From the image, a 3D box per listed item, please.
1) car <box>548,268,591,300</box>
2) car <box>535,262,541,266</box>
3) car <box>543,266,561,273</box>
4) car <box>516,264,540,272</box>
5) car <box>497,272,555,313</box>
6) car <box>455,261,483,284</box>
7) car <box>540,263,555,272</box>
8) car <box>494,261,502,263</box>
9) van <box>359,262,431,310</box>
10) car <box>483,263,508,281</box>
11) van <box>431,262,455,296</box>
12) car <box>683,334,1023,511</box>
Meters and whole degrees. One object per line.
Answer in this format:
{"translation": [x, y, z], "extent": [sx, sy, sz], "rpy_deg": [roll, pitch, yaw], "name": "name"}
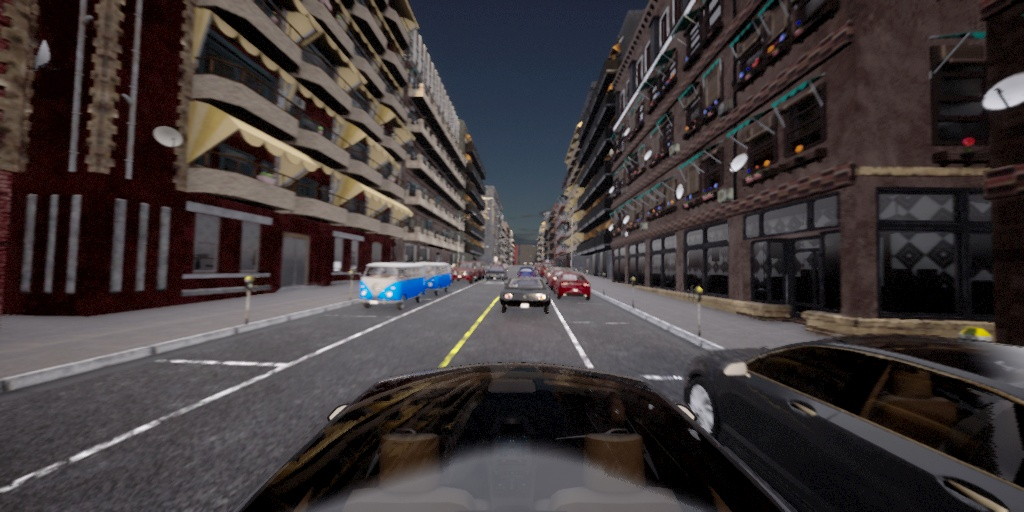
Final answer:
{"translation": [3.237, 1.601, 20.049], "extent": [1.888, 1.381, 4.507], "rpy_deg": [0, 0, 3], "name": "car"}
{"translation": [4.160, 1.702, 42.150], "extent": [2.192, 1.841, 5.009], "rpy_deg": [0, 0, 3], "name": "car"}
{"translation": [3.476, 1.682, 25.573], "extent": [1.888, 1.381, 4.507], "rpy_deg": [0, 0, 3], "name": "car"}
{"translation": [1.332, 1.720, 32.742], "extent": [1.812, 1.442, 4.674], "rpy_deg": [1, -1, 3], "name": "car"}
{"translation": [0.570, 1.535, 15.164], "extent": [1.895, 1.301, 4.718], "rpy_deg": [1, -1, 2], "name": "car"}
{"translation": [-4.155, 1.380, 31.502], "extent": [2.192, 1.841, 5.009], "rpy_deg": [0, 0, 3], "name": "car"}
{"translation": [3.723, 1.660, 31.098], "extent": [1.967, 1.591, 4.097], "rpy_deg": [0, 0, 3], "name": "car"}
{"translation": [-2.720, 1.908, 64.648], "extent": [2.192, 1.841, 5.009], "rpy_deg": [0, 0, 3], "name": "car"}
{"translation": [-4.874, 1.162, 14.928], "extent": [1.690, 1.789, 3.998], "rpy_deg": [0, 0, 3], "name": "van"}
{"translation": [-1.442, 1.728, 35.731], "extent": [2.033, 1.411, 5.357], "rpy_deg": [1, -1, 3], "name": "car"}
{"translation": [-4.634, 1.242, 20.454], "extent": [1.690, 1.789, 3.998], "rpy_deg": [0, 0, 3], "name": "van"}
{"translation": [2.943, 1.323, 2.486], "extent": [1.837, 1.490, 4.892], "rpy_deg": [1, -1, 2], "name": "car"}
